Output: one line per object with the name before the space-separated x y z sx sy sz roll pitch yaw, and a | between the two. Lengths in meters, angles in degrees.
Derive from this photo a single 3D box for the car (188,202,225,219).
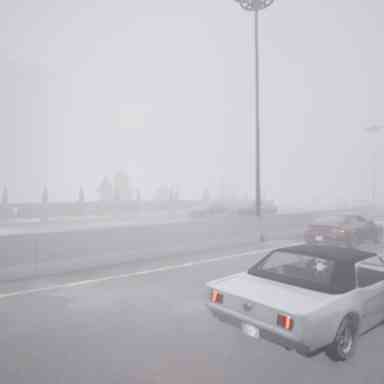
car | 1.735 1.617 29.649 1.882 1.535 5.008 0 0 41

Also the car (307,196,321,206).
car | 23.752 1.816 63.941 1.837 1.490 4.892 0 0 16

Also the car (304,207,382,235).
car | 6.452 1.566 14.095 4.674 1.442 1.812 0 0 -44

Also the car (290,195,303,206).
car | 20.315 1.571 64.601 2.150 2.045 5.566 0 0 16

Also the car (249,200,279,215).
car | 5.794 1.477 29.044 2.097 1.767 4.553 0 0 39

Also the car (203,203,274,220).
car | 2.972 1.647 20.764 1.994 1.385 4.181 0 0 45

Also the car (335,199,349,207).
car | 24.342 1.776 54.236 2.033 1.411 5.357 -1 0 21

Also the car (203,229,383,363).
car | 2.545 1.616 5.945 4.718 1.301 1.895 0 0 -39
